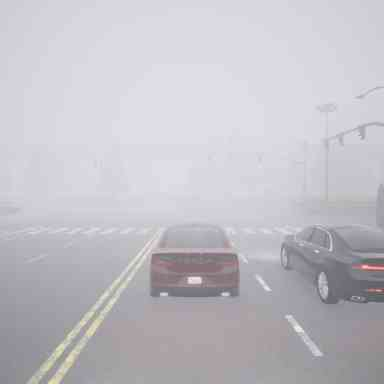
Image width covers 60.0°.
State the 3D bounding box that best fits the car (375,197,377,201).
[{"bbox_3d":[25.897,1.505,47.083,4.892,1.490,1.837,0,0,0],"label":"car"}]

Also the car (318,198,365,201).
[{"bbox_3d":[17.979,1.564,40.108,4.181,1.385,1.994,0,0,0],"label":"car"}]

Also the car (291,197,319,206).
[{"bbox_3d":[16.576,1.505,47.112,4.892,1.490,1.837,0,0,0],"label":"car"}]

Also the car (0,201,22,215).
[{"bbox_3d":[-19.937,1.547,33.055,5.357,1.411,2.033,0,0,0],"label":"car"}]

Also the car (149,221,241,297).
[{"bbox_3d":[0.058,1.478,8.614,1.882,1.535,5.008,0,0,0],"label":"car"}]

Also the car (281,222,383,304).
[{"bbox_3d":[3.556,1.505,8.101,1.837,1.490,4.892,0,0,0],"label":"car"}]

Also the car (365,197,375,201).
[{"bbox_3d":[20.495,1.547,43.598,5.357,1.411,2.033,0,0,0],"label":"car"}]
